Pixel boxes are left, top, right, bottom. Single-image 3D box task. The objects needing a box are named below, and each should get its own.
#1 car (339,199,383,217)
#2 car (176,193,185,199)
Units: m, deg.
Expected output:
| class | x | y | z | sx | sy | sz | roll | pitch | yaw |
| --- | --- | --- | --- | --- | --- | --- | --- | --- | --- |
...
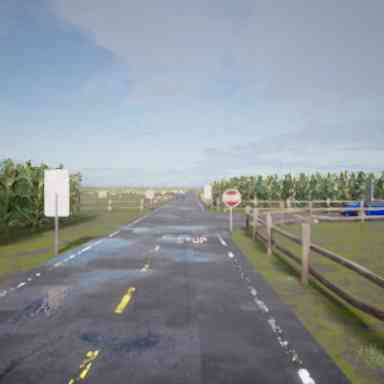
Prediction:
| class | x | y | z | sx | sy | sz | roll | pitch | yaw |
| --- | --- | --- | --- | --- | --- | --- | --- | --- | --- |
| car | 14.106 | 1.274 | 25.882 | 5.008 | 1.535 | 1.882 | -1 | 1 | -2 |
| car | -2.746 | 0.961 | 77.595 | 1.994 | 1.385 | 4.181 | 0 | 0 | 0 |
